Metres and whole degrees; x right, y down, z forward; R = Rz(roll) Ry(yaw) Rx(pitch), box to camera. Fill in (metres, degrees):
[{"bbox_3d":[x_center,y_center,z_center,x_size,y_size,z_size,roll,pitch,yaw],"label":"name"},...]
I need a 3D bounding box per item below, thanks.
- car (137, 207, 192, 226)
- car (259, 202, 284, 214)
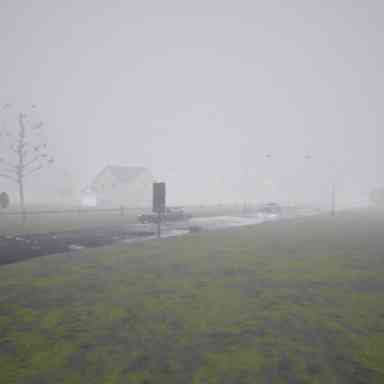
[{"bbox_3d":[-2.027,1.871,25.840,1.895,1.301,4.718,1,0,35],"label":"car"},{"bbox_3d":[10.408,2.063,43.295,1.837,1.490,4.892,1,-1,36],"label":"car"}]
